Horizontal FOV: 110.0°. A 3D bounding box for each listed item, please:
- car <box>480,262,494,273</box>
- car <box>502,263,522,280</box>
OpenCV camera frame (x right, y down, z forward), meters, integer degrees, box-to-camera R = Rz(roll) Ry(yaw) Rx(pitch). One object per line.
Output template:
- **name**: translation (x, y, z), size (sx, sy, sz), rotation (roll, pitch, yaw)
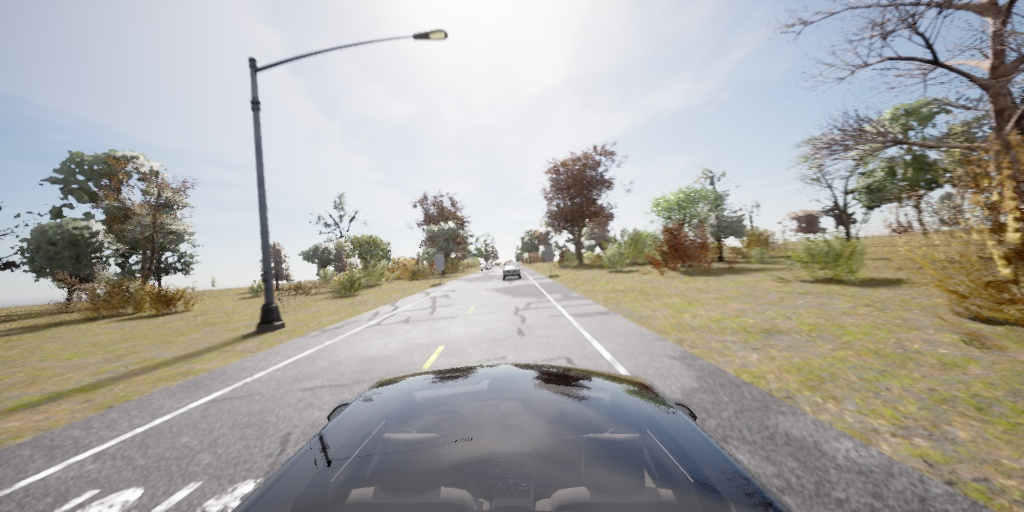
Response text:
- **car**: translation (-3.557, 1.571, 51.801), size (2.033, 1.411, 5.357), rotation (-4, -1, 0)
- **car**: translation (-0.010, 1.557, 36.171), size (2.033, 1.411, 5.357), rotation (-4, 0, 0)
